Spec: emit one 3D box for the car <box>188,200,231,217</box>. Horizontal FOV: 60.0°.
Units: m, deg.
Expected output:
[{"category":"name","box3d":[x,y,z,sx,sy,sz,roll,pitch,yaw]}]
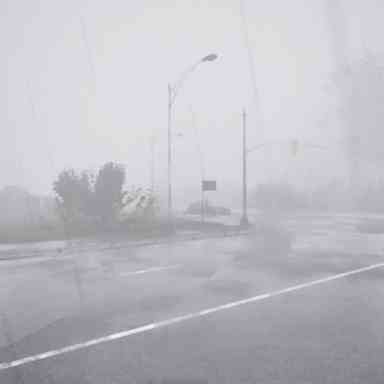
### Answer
[{"category":"car","box3d":[1.482,1.489,30.519,1.812,1.442,4.674,0,0,-39]}]
